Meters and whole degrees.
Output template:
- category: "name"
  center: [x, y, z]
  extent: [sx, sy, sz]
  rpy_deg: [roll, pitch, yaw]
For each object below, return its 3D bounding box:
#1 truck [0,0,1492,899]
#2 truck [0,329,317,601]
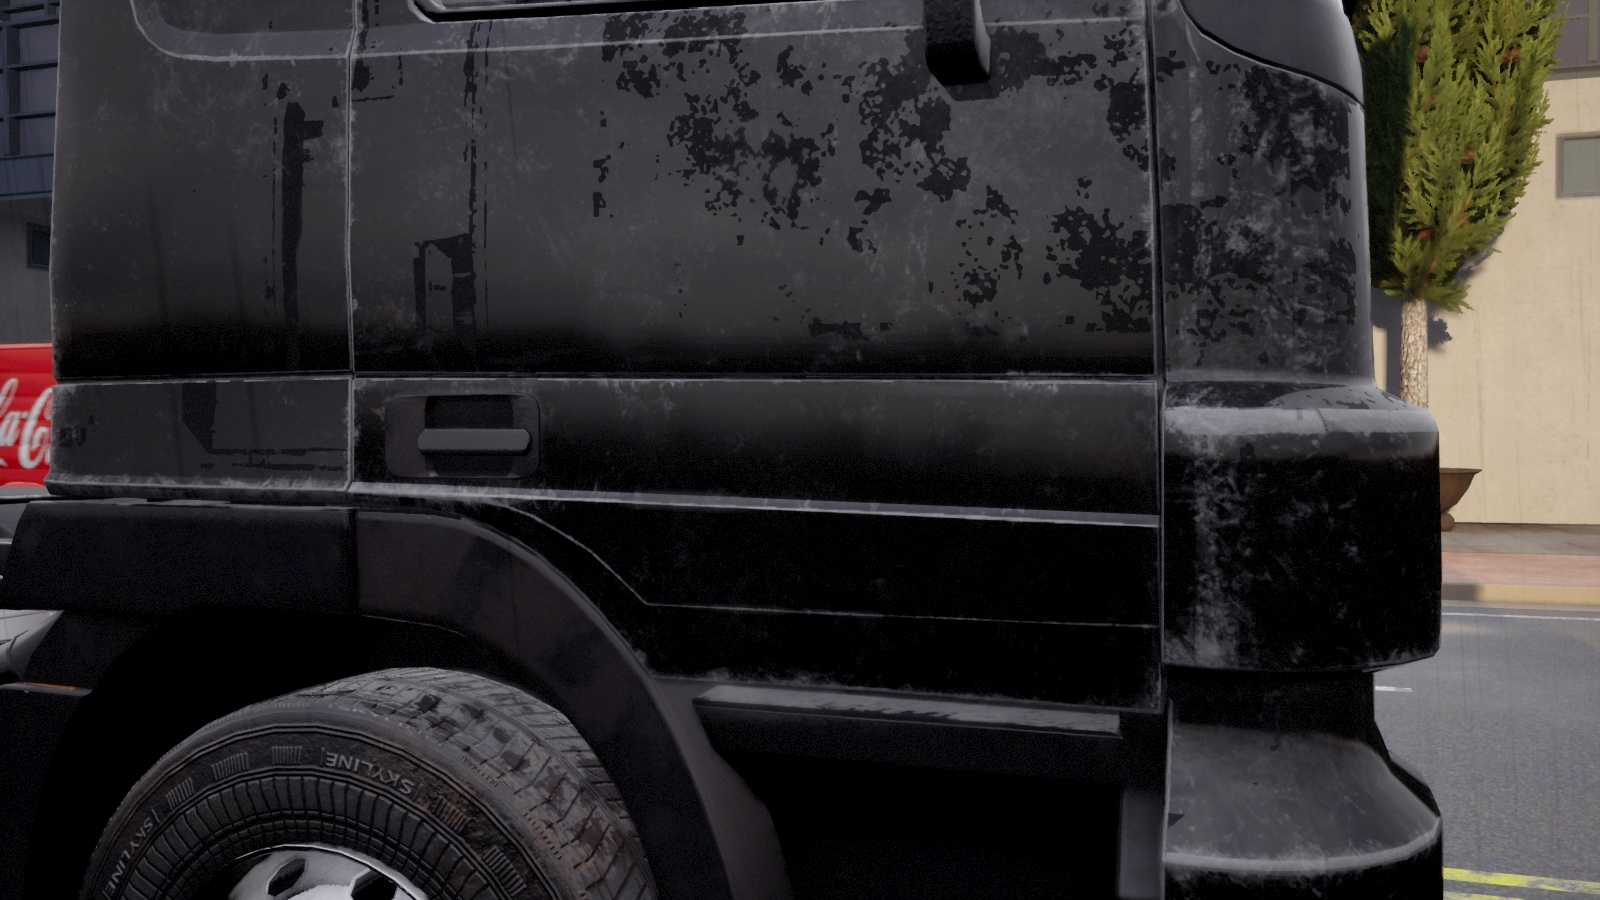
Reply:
- category: "truck"
  center: [-2.510, -0.230, 4.057]
  extent: [7.936, 3.462, 2.891]
  rpy_deg: [1, 1, 19]
- category: "truck"
  center: [-8.232, 0.093, 13.496]
  extent: [5.204, 2.467, 2.627]
  rpy_deg: [1, 1, 19]
